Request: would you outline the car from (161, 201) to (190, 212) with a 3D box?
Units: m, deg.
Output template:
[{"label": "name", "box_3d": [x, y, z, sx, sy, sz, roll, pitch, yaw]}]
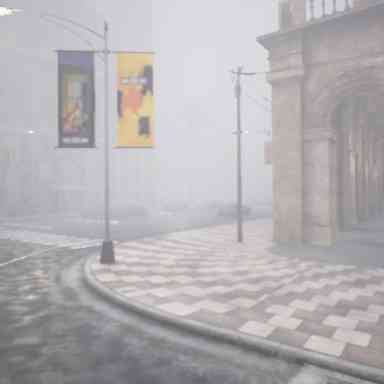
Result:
[{"label": "car", "box_3d": [-2.065, 1.844, 42.239, 1.994, 1.385, 4.181, -1, 0, 36]}]

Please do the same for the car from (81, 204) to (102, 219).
[{"label": "car", "box_3d": [-8.809, 1.845, 32.752, 1.994, 1.385, 4.181, -1, 0, 35]}]

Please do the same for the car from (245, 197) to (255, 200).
[{"label": "car", "box_3d": [10.335, 1.631, 59.312, 2.097, 1.767, 4.553, -1, 0, 36]}]

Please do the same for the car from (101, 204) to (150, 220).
[{"label": "car", "box_3d": [-5.862, 1.808, 30.859, 1.994, 1.385, 4.181, -1, 0, 35]}]

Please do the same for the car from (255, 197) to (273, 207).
[{"label": "car", "box_3d": [13.366, 1.847, 57.522, 2.033, 1.411, 5.357, -1, 0, 36]}]

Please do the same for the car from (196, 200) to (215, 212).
[{"label": "car", "box_3d": [2.380, 1.736, 42.430, 2.128, 1.511, 4.902, -1, 0, 36]}]

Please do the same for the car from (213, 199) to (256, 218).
[{"label": "car", "box_3d": [4.214, 1.731, 32.633, 1.994, 1.385, 4.181, -1, 0, 35]}]
